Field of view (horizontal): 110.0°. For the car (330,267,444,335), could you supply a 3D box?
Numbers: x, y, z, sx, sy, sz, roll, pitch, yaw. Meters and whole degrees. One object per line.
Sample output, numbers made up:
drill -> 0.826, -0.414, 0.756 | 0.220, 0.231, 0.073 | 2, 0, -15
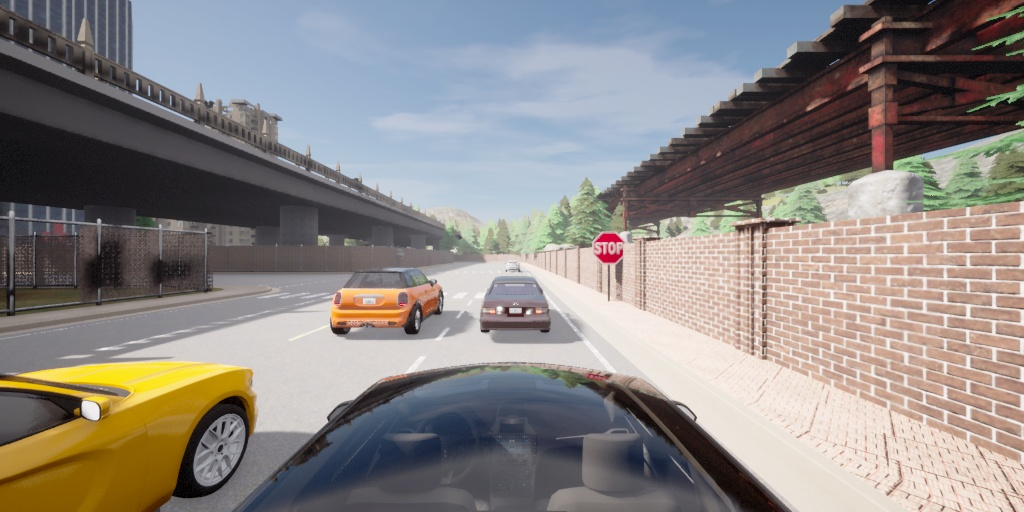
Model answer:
car -> -3.421, 1.102, 10.711 | 2.097, 1.767, 4.553 | 0, 0, 0

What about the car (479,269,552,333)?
car -> 0.081, 1.297, 10.732 | 2.033, 1.411, 5.357 | 0, 0, 0

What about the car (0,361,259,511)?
car -> -3.399, 1.228, 1.454 | 1.882, 1.535, 5.008 | 0, 0, 0

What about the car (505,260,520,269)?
car -> 0.099, 1.276, 45.496 | 1.812, 1.442, 4.674 | 0, 0, -1
